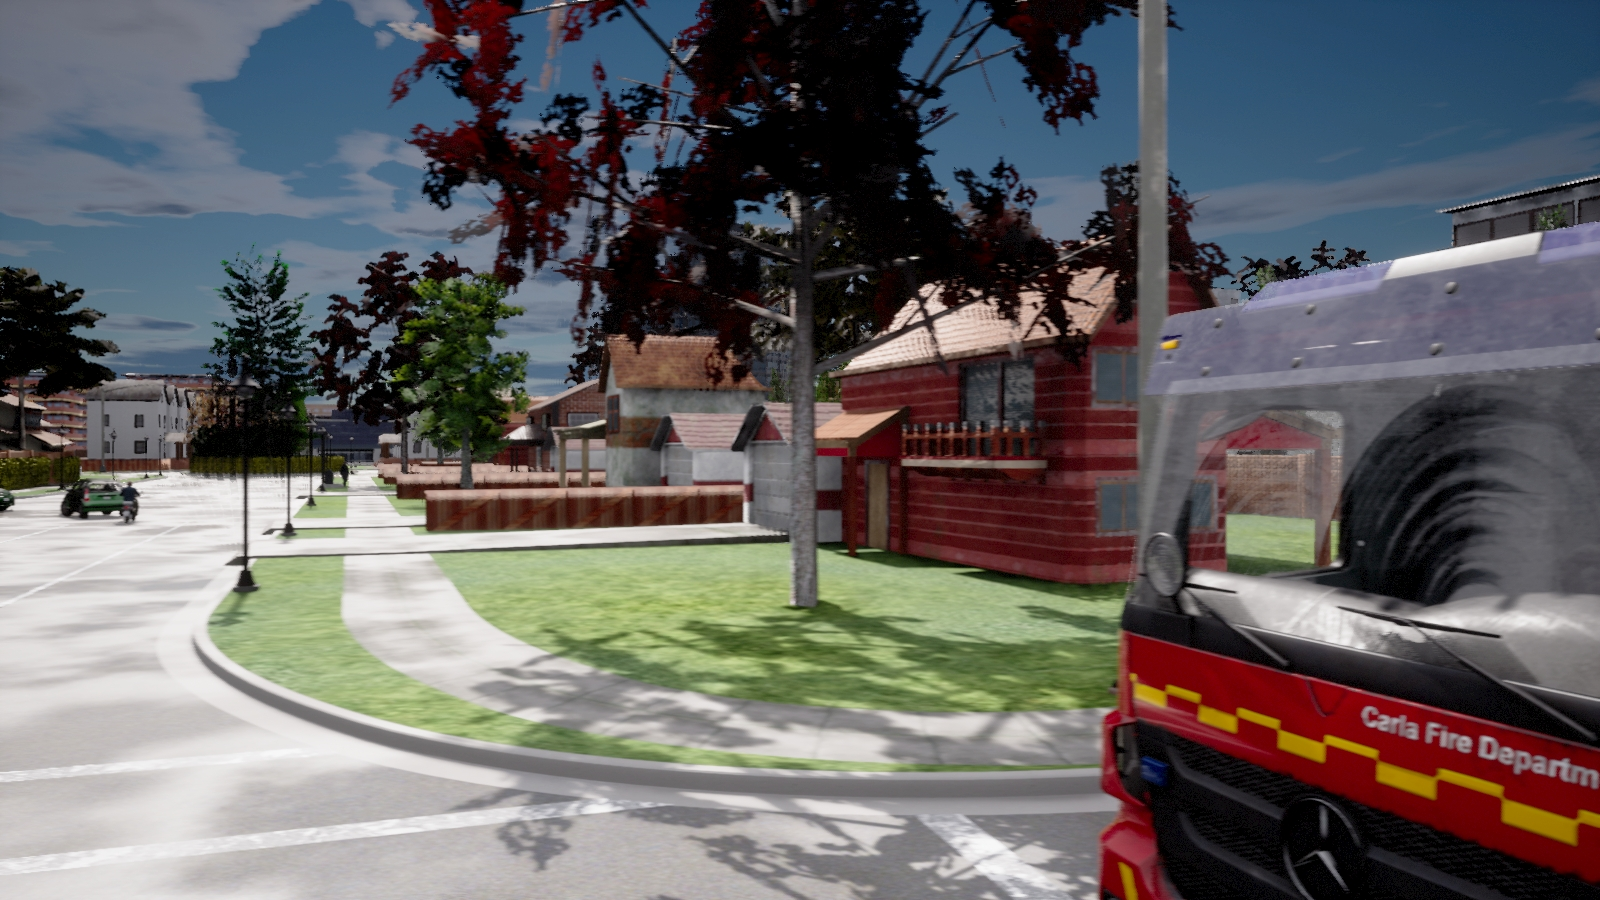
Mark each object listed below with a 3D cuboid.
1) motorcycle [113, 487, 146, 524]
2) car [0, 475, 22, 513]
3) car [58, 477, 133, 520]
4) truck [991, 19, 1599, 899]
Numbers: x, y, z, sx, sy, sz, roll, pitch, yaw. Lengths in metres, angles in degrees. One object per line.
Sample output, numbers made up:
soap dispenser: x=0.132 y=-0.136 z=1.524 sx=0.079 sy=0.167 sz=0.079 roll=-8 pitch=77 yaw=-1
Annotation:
motorcycle: x=-26.118 y=2.146 z=44.543 sx=0.856 sy=1.341 sz=1.805 roll=0 pitch=0 yaw=-22
car: x=-37.454 y=1.953 z=51.108 sx=3.988 sy=1.617 sz=1.851 roll=0 pitch=0 yaw=0
car: x=-29.905 y=2.018 z=48.435 sx=1.851 sy=1.617 sz=3.988 roll=0 pitch=0 yaw=-45
truck: x=5.381 y=0.891 z=5.494 sx=8.468 sy=3.827 sz=2.891 roll=0 pitch=0 yaw=-20
